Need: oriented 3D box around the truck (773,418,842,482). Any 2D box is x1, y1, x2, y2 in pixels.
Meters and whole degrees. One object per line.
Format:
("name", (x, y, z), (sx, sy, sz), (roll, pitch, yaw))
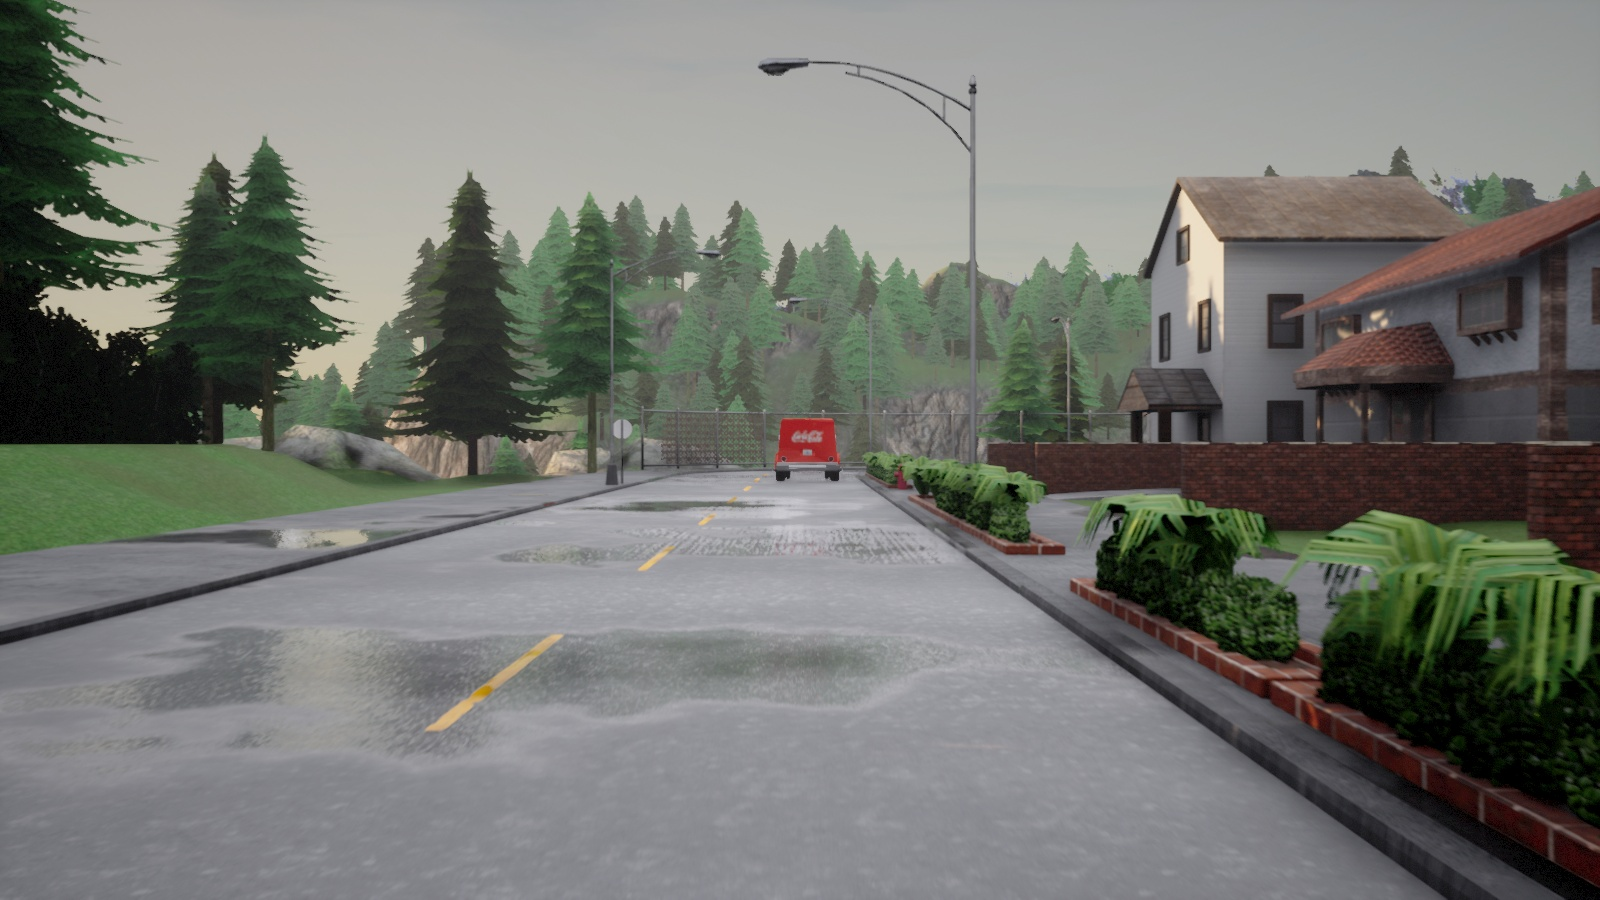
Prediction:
("truck", (0.306, -0.027, 50.958), (2.627, 2.467, 5.204), (0, 0, 0))
